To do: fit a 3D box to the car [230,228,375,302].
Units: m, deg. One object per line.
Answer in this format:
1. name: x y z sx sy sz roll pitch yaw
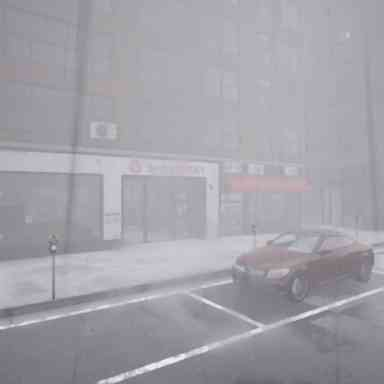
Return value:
1. car: 2.856 1.580 8.166 4.206 1.307 1.802 0 0 -35
